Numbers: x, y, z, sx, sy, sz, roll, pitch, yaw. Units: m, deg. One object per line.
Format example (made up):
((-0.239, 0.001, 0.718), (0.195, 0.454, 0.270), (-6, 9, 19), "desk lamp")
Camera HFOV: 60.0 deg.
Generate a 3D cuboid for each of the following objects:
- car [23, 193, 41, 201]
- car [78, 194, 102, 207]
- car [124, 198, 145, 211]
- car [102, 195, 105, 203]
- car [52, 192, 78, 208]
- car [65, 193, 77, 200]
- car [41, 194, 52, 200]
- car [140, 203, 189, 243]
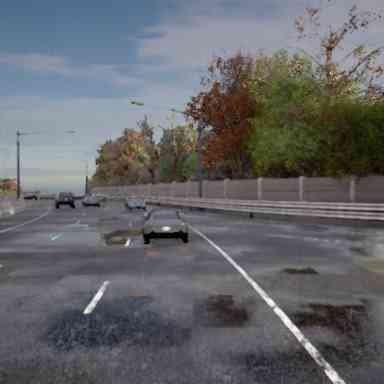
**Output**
((-34.459, 1.042, 70.714), (1.837, 1.490, 4.892), (-1, 1, -44), "car")
((-14.182, 1.327, 46.309), (1.994, 1.385, 4.181), (-1, 0, -24), "car")
((-6.281, 1.326, 36.453), (2.033, 1.411, 5.357), (-1, 0, -19), "car")
((-16.664, 1.185, 58.394), (2.128, 1.511, 4.902), (-1, 1, -32), "car")
((-16.703, 1.022, 43.543), (2.150, 2.045, 5.566), (-1, 0, -25), "car")
((-27.345, 0.961, 75.091), (1.837, 1.490, 4.892), (-1, 0, -29), "car")
((-31.848, 1.060, 73.046), (1.994, 1.385, 4.181), (-1, 1, -44), "car")
((-1.329, 1.459, 15.700), (1.994, 1.385, 4.181), (0, 1, -8), "car")
